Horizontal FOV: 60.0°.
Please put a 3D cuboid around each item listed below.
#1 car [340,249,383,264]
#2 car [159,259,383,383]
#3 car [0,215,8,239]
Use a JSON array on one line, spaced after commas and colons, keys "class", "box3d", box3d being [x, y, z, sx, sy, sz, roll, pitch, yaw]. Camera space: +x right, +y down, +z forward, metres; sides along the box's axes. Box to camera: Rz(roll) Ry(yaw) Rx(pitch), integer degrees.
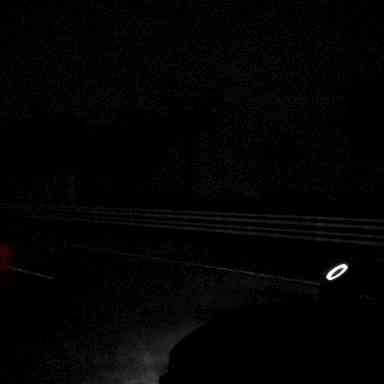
[{"class": "car", "box3d": [4.416, 1.354, 5.141, 4.553, 1.767, 2.097, 0, 0, 35]}, {"class": "car", "box3d": [2.289, 1.549, 2.355, 5.357, 1.411, 2.033, 0, 0, 36]}, {"class": "car", "box3d": [-10.679, 1.484, 15.907, 4.892, 1.490, 1.837, 0, 0, 35]}]
